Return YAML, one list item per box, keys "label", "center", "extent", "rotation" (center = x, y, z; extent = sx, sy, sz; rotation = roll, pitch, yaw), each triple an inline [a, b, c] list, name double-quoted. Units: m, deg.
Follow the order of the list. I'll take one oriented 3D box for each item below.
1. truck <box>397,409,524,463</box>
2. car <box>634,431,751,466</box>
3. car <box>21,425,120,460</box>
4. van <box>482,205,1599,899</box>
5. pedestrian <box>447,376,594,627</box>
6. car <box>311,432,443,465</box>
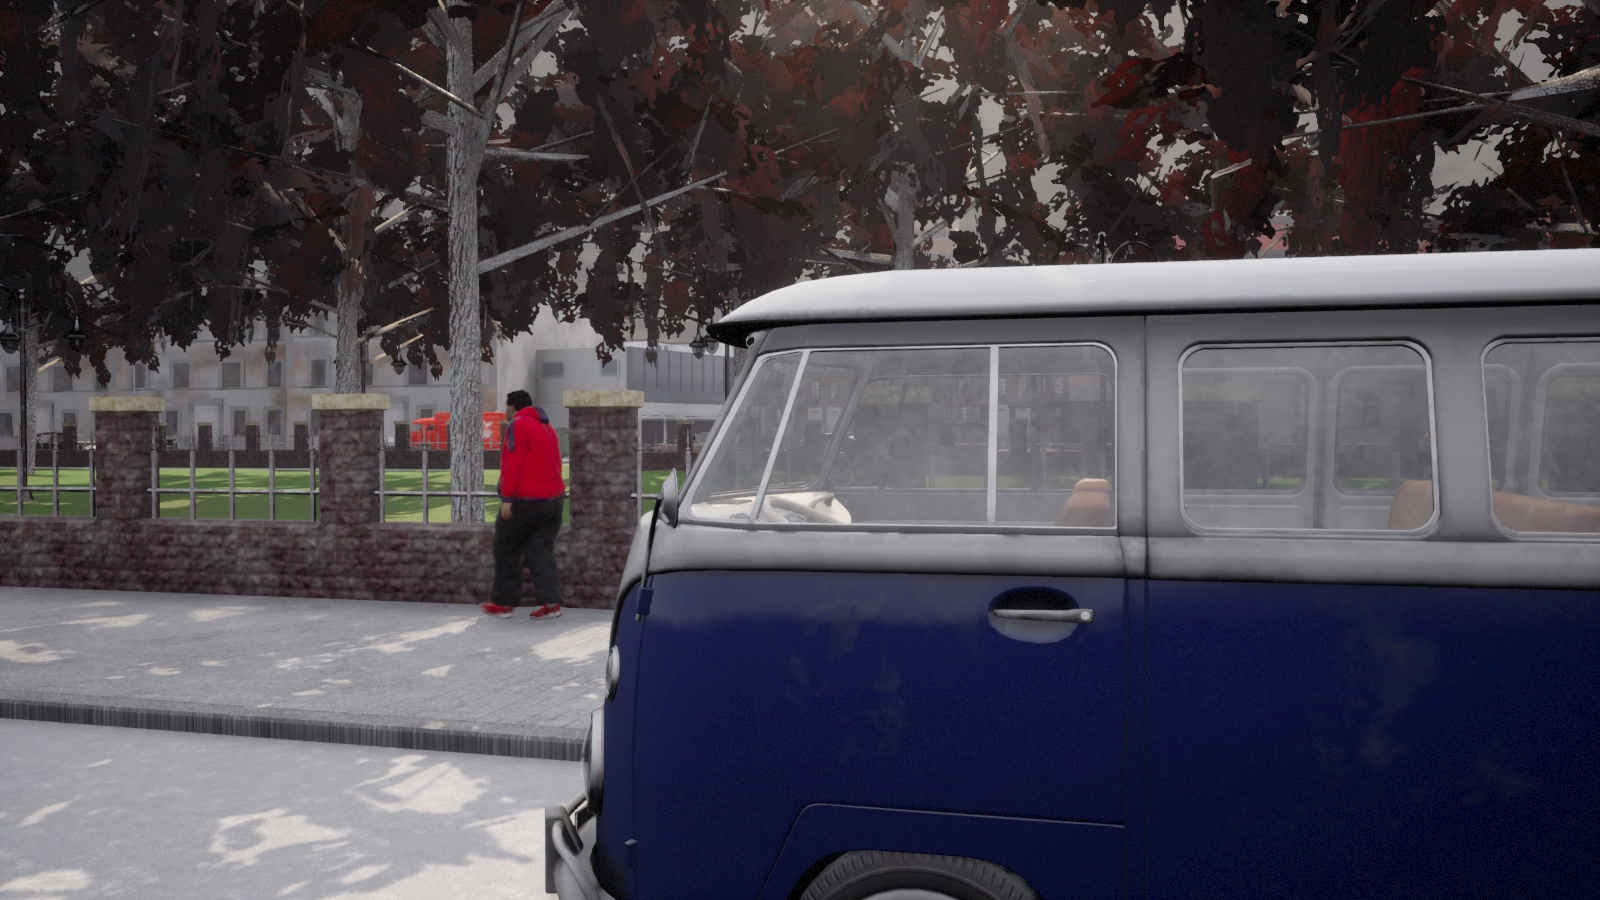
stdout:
- label: "truck"
  center: [-16.009, -0.671, 59.350]
  extent: [5.204, 2.467, 2.627]
  rotation: [0, 1, 16]
- label: "car"
  center: [-4.789, -0.091, 56.172]
  extent: [4.792, 1.488, 2.163]
  rotation: [0, 1, 16]
- label: "car"
  center: [-35.216, -0.378, 60.629]
  extent: [3.988, 1.617, 1.851]
  rotation: [0, 1, 16]
- label: "van"
  center: [1.651, 0.535, 3.162]
  extent: [4.442, 1.987, 1.775]
  rotation: [0, 1, 14]
- label: "pedestrian"
  center: [-2.145, 0.373, 9.676]
  extent: [0.899, 1.844, 0.634]
  rotation: [1, 1, 21]
- label: "car"
  center: [-18.855, -0.093, 56.006]
  extent: [5.357, 1.411, 2.033]
  rotation: [0, 1, 16]
